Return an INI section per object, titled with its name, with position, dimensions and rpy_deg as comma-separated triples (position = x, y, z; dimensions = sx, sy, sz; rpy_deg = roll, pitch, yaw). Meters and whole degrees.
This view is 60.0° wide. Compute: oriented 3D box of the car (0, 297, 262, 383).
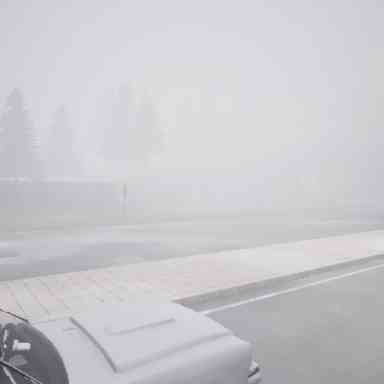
[car]
position = -1.685, 1.600, 2.542
dimensions = 4.718, 1.301, 1.895
rpy_deg = 0, 0, -36
